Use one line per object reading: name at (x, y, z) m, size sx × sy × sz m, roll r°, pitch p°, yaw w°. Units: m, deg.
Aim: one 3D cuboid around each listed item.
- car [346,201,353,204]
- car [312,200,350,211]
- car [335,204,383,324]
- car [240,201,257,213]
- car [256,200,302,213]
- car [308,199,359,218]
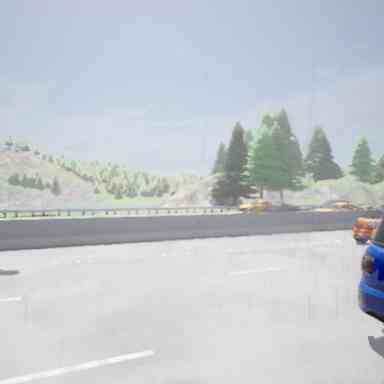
car at (9.636, 1.458, 15.175) m, size 4.553 × 1.767 × 2.097 m, roll 0°, pitch 0°, yaw -25°
car at (12.460, 1.664, 28.274) m, size 5.008 × 1.535 × 1.882 m, roll 0°, pitch 0°, yaw -25°
car at (5.251, 1.263, 5.404) m, size 5.566 × 2.045 × 2.150 m, roll 0°, pitch 0°, yaw -25°
car at (7.731, 1.710, 37.650) m, size 5.008 × 1.535 × 1.882 m, roll 0°, pitch 0°, yaw -25°
car at (9.269, 1.781, 34.500) m, size 4.181 × 1.385 × 1.994 m, roll 0°, pitch 0°, yaw -25°
car at (14.007, 1.568, 32.818) m, size 4.553 × 1.767 × 2.097 m, roll 0°, pitch 0°, yaw -24°
